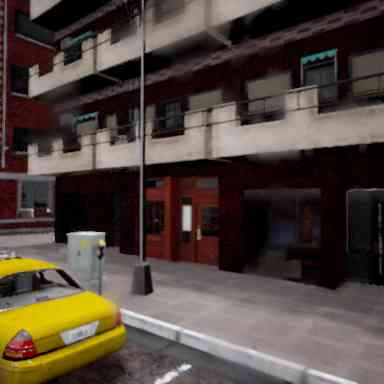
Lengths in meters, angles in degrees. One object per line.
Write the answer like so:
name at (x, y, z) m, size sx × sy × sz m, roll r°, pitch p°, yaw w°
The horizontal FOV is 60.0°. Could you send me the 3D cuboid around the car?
car at (-3.125, 1.620, 5.284) m, size 4.829 × 1.417 × 1.752 m, roll 0°, pitch -2°, yaw 38°
